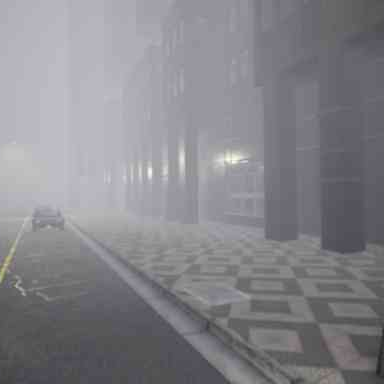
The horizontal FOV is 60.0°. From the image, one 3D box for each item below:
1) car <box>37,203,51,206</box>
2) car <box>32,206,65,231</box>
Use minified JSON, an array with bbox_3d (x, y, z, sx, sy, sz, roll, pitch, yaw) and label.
[{"bbox_3d":[-17.145,1.992,38.457,2.128,1.511,4.902,-1,-1,-25],"label":"car"},{"bbox_3d":[-9.860,1.889,22.760,1.895,1.301,4.718,-1,0,-25],"label":"car"}]
